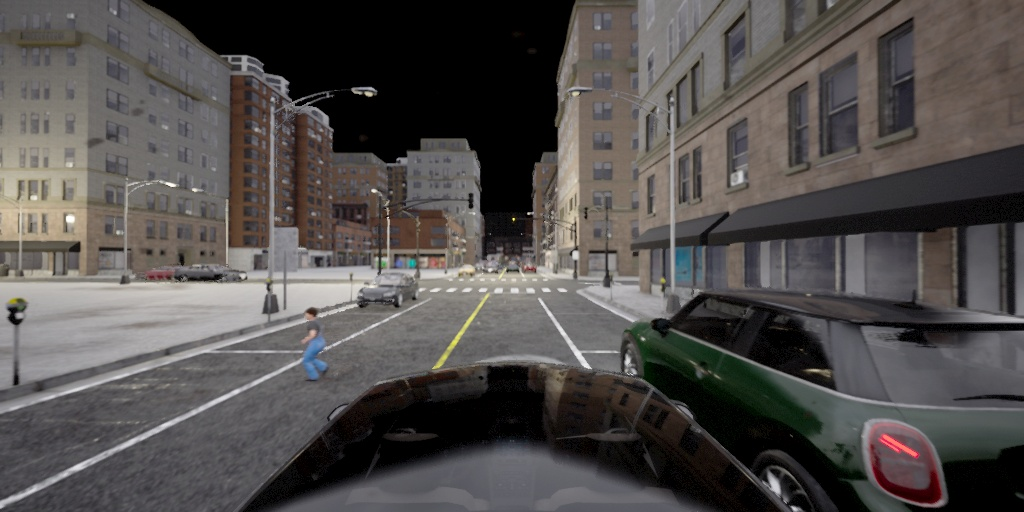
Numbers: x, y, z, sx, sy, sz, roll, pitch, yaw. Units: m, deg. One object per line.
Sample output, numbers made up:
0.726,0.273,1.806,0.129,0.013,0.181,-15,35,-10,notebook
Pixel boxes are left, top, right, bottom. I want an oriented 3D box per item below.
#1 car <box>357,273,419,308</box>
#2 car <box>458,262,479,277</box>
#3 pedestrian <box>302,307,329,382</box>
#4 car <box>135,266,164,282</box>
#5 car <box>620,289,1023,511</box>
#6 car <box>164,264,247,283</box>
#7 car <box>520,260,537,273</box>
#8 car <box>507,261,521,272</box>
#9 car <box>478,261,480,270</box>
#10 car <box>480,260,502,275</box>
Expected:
-5.378,1.446,16.014,2.007,1.370,4.403,0,0,0,car
-5.361,1.696,42.689,1.751,1.417,4.829,0,0,0,car
-3.163,1.365,5.841,0.375,1.300,0.375,0,-1,-8,pedestrian
-29.351,1.473,30.632,4.181,1.385,1.994,0,-1,0,car
2.751,1.123,3.865,2.097,1.767,4.553,0,-1,0,car
-23.189,1.398,27.684,4.902,1.511,2.128,0,-1,0,car
2.672,1.728,54.176,1.967,1.591,4.097,0,0,0,car
0.133,1.885,57.434,1.994,1.385,4.181,0,-1,0,car
-5.349,1.896,59.844,2.007,1.370,4.403,0,0,0,car
-2.804,1.725,48.956,2.128,1.511,4.902,0,-1,0,car
